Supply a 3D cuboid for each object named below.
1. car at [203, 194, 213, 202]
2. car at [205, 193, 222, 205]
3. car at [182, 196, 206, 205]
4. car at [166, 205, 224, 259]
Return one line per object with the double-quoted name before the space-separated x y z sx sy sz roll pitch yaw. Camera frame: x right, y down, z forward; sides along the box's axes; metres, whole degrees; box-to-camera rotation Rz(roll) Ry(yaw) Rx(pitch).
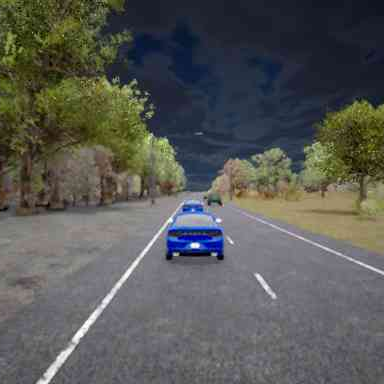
"car" 3.474 1.317 73.038 1.882 1.535 5.008 0 0 0
"car" 3.578 1.101 53.924 2.150 2.045 5.566 0 0 0
"car" 0.085 1.407 31.066 1.882 1.535 5.008 0 0 0
"car" 0.093 1.449 12.445 1.882 1.535 5.008 0 0 0
